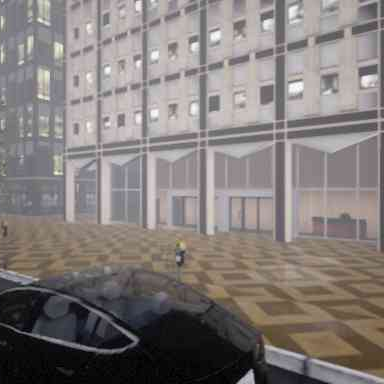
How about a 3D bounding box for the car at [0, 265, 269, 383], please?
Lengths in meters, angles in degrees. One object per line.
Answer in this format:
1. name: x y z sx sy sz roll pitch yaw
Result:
1. car: -1.286 1.547 3.798 4.313 1.339 1.947 0 0 36
